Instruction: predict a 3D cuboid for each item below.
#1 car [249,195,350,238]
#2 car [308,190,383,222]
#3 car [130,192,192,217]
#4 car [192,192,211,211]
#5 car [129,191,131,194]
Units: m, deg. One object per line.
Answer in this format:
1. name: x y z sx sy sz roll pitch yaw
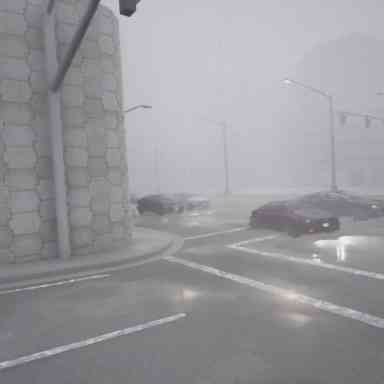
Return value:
1. car: 4.289 1.051 14.494 1.994 1.385 4.181 -4 2 -24
2. car: 7.699 0.669 17.643 2.128 1.511 4.902 -5 3 -43
3. car: -2.488 0.933 25.122 2.128 1.511 4.902 -5 3 -35
4. car: -0.383 0.734 28.199 1.812 1.442 4.674 -5 3 -35
5. car: -8.005 0.557 38.978 2.097 1.767 4.553 -5 3 -35
